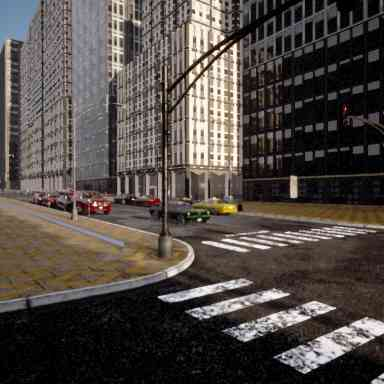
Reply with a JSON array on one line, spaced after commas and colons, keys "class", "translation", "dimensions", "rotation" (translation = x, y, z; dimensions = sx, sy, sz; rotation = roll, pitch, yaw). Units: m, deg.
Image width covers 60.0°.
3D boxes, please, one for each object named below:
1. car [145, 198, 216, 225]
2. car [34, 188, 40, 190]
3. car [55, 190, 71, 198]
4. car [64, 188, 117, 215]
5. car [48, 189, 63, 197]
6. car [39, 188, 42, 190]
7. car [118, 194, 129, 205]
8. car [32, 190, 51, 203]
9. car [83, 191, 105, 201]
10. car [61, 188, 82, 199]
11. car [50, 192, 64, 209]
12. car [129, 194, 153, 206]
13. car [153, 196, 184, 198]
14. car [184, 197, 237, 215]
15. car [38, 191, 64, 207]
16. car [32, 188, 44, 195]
[{"class": "car", "translation": [-0.859, 1.292, 21.274], "dimensions": [1.895, 1.301, 4.718], "rotation": [0, 1, -36]}, {"class": "car", "translation": [-34.752, -0.104, 77.547], "dimensions": [1.967, 1.590, 4.097], "rotation": [1, 0, -36]}, {"class": "car", "translation": [-24.914, 0.289, 64.068], "dimensions": [1.752, 1.417, 4.829], "rotation": [1, 0, -36]}, {"class": "car", "translation": [-8.378, 0.841, 27.209], "dimensions": [2.192, 1.841, 5.009], "rotation": [1, 0, -36]}, {"class": "car", "translation": [-28.127, 0.214, 68.469], "dimensions": [2.008, 1.369, 4.403], "rotation": [1, 0, -36]}, {"class": "car", "translation": [-31.441, 0.104, 73.009], "dimensions": [1.887, 1.381, 4.507], "rotation": [1, 0, -36]}, {"class": "car", "translation": [-8.248, 0.856, 41.236], "dimensions": [1.947, 1.339, 4.313], "rotation": [1, 0, -36]}, {"class": "car", "translation": [-18.323, 0.793, 40.826], "dimensions": [1.802, 1.307, 4.206], "rotation": [1, 0, -36]}, {"class": "car", "translation": [-14.874, 0.646, 50.314], "dimensions": [1.947, 1.339, 4.313], "rotation": [1, 0, -36]}, {"class": "car", "translation": [-21.495, 0.186, 59.390], "dimensions": [2.192, 1.841, 5.009], "rotation": [1, 0, -36]}, {"class": "car", "translation": [-11.697, 0.987, 31.749], "dimensions": [1.947, 1.339, 4.313], "rotation": [1, 0, -36]}, {"class": "car", "translation": [-4.934, 0.977, 36.697], "dimensions": [1.802, 1.307, 4.206], "rotation": [1, 0, -36]}, {"class": "car", "translation": [-1.620, 1.066, 32.158], "dimensions": [1.947, 1.339, 4.313], "rotation": [1, 0, -36]}, {"class": "car", "translation": [1.662, 1.127, 27.811], "dimensions": [1.752, 1.417, 4.829], "rotation": [1, 0, -36]}, {"class": "car", "translation": [-15.009, 0.861, 36.287], "dimensions": [1.887, 1.381, 4.507], "rotation": [1, 0, -36]}, {"class": "car", "translation": [-38.065, -0.208, 82.086], "dimensions": [1.967, 1.590, 4.097], "rotation": [1, 0, -36]}]
